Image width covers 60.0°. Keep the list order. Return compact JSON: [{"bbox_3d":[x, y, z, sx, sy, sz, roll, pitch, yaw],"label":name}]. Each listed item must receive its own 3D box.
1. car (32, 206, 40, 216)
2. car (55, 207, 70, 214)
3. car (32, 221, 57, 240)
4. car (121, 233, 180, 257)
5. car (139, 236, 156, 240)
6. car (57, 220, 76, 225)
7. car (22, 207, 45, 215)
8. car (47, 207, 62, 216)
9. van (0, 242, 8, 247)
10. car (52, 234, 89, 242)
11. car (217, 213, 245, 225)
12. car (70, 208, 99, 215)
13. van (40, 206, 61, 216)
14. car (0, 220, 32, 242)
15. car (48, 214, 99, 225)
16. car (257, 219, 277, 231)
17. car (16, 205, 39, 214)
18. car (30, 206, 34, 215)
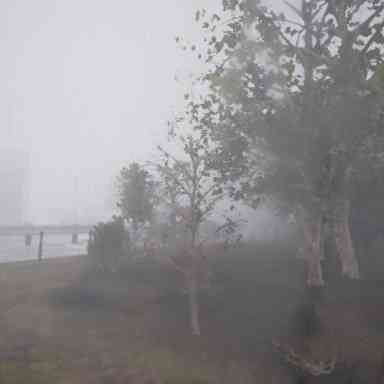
[{"bbox_3d":[-31.564,4.320,72.466,2.097,1.535,5.008,0,1,19],"label":"car"},{"bbox_3d":[-24.474,4.389,67.011,1.946,1.575,5.366,0,1,19],"label":"car"},{"bbox_3d":[-18.961,4.332,38.228,5.566,2.045,2.435,0,0,17],"label":"car"},{"bbox_3d":[-3.741,4.759,30.261,4.792,1.488,2.163,1,1,17],"label":"car"},{"bbox_3d":[-5.563,4.479,27.847,5.566,2.045,2.435,1,1,17],"label":"car"},{"bbox_3d":[-17.173,4.612,40.596,4.792,1.488,2.163,0,0,17],"label":"car"},{"bbox_3d":[-36.259,4.311,76.221,2.002,1.452,4.674,0,1,19],"label":"car"},{"bbox_3d":[-26.886,4.410,68.706,2.002,1.452,4.674,0,1,19],"label":"car"},{"bbox_3d":[-10.959,4.508,20.592,4.442,1.987,1.878,1,1,17],"label":"van"},{"bbox_3d":[-7.446,4.478,25.434,5.566,2.045,2.435,1,1,17],"label":"car"},{"bbox_3d":[6.148,4.346,53.481,2.150,2.045,5.566,0,-1,-31],"label":"car"},{"bbox_3d":[-19.832,4.194,63.057,2.435,2.045,5.566,0,1,19],"label":"car"},{"bbox_3d":[-29.260,4.121,70.469,1.878,1.987,4.442,0,1,19],"label":"van"},{"bbox_3d":[-20.751,4.333,35.872,5.566,2.045,2.435,0,0,17],"label":"car"},{"bbox_3d":[-15.440,4.331,42.943,5.566,2.045,2.435,0,0,17],"label":"car"},{"bbox_3d":[9.691,4.242,43.018,1.837,1.490,4.892,0,-4,0],"label":"car"},{"bbox_3d":[-38.583,4.121,78.129,2.185,1.767,4.553,0,1,19],"label":"car"},{"bbox_3d":[-33.932,4.170,74.311,2.185,1.767,4.553,0,1,19],"label":"car"}]
